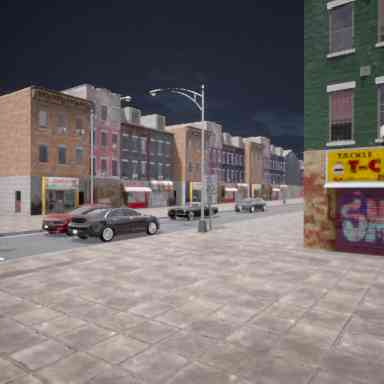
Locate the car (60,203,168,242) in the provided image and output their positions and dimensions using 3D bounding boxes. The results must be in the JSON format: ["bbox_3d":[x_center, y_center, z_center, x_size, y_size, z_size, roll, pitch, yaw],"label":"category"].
[{"bbox_3d":[-3.595,1.443,16.210,1.837,1.490,4.892,0,0,36],"label":"car"}]

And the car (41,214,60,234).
[{"bbox_3d":[-5.665,1.403,18.203,1.882,1.535,5.008,0,0,34],"label":"car"}]

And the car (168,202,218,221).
[{"bbox_3d":[0.120,1.473,26.291,1.895,1.301,4.718,0,0,36],"label":"car"}]

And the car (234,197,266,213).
[{"bbox_3d":[6.156,1.324,34.679,1.837,1.490,4.892,0,0,36],"label":"car"}]
